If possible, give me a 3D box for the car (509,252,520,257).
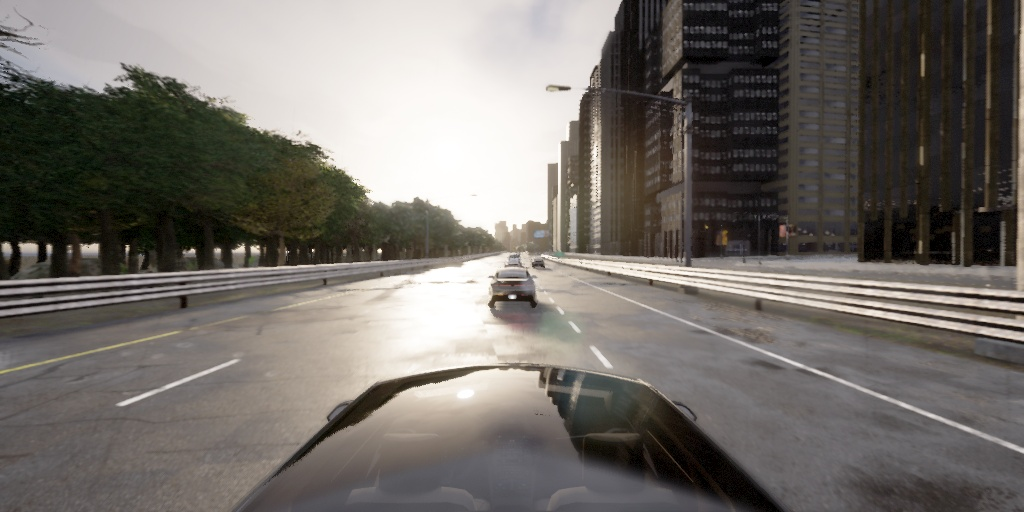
[{"bbox_3d":[0.370,0.719,59.943,2.150,2.045,5.566,0,0,1],"label":"car"}]

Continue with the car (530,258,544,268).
[{"bbox_3d":[3.911,1.037,54.820,1.837,1.490,4.892,0,1,1],"label":"car"}]

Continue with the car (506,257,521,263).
[{"bbox_3d":[0.144,1.134,37.552,2.128,1.511,4.902,0,0,0],"label":"car"}]

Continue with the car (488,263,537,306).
[{"bbox_3d":[0.023,1.243,15.563,1.837,1.490,4.892,0,0,0],"label":"car"}]
